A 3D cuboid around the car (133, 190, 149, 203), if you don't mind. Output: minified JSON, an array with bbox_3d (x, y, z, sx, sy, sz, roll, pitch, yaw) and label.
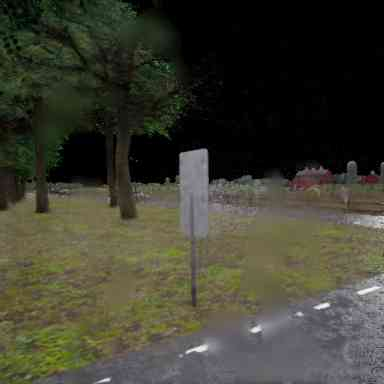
[{"bbox_3d":[-8.031,0.570,48.578,2.097,1.767,4.553,-1,2,-35],"label":"car"}]
